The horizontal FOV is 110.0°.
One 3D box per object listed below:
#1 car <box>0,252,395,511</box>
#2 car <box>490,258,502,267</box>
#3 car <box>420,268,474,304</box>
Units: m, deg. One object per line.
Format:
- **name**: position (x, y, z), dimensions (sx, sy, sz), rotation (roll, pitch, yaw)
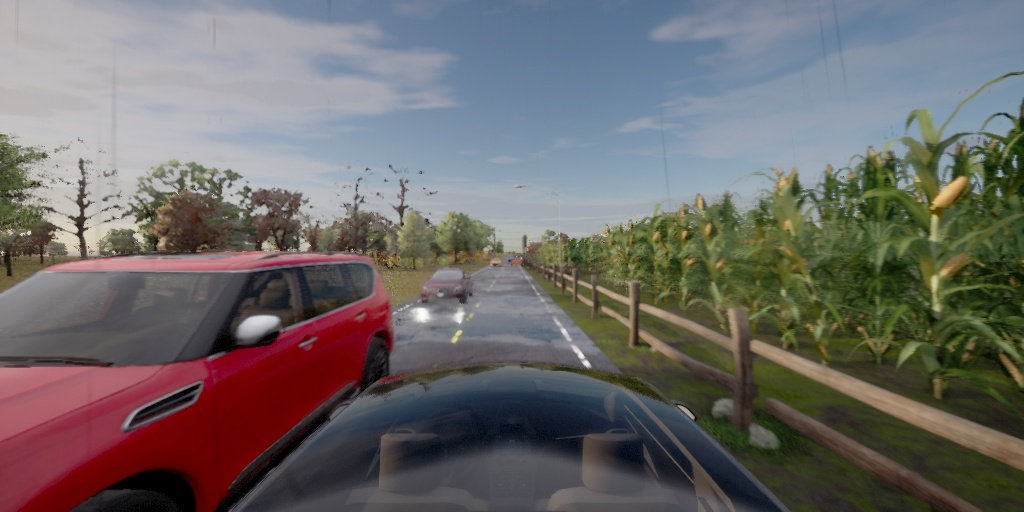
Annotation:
- **car**: position (-2.850, 0.970, 3.300), dimensions (2.150, 2.045, 5.566), rotation (0, 0, 0)
- **car**: position (-2.784, 1.170, 62.365), dimensions (1.882, 1.535, 5.008), rotation (0, 0, 1)
- **car**: position (-2.832, 1.276, 16.461), dimensions (1.812, 1.442, 4.674), rotation (0, 0, 0)
